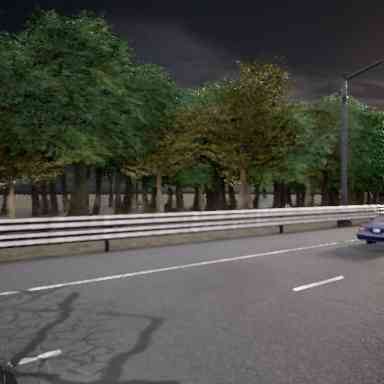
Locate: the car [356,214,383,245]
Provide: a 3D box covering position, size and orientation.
[{"bbox_3d":[9.459,1.614,14.819,5.357,1.411,2.033,0,0,-36],"label":"car"}]

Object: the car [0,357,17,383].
[{"bbox_3d":[-3.320,1.516,1.376,4.674,1.442,1.812,0,0,-36],"label":"car"}]
